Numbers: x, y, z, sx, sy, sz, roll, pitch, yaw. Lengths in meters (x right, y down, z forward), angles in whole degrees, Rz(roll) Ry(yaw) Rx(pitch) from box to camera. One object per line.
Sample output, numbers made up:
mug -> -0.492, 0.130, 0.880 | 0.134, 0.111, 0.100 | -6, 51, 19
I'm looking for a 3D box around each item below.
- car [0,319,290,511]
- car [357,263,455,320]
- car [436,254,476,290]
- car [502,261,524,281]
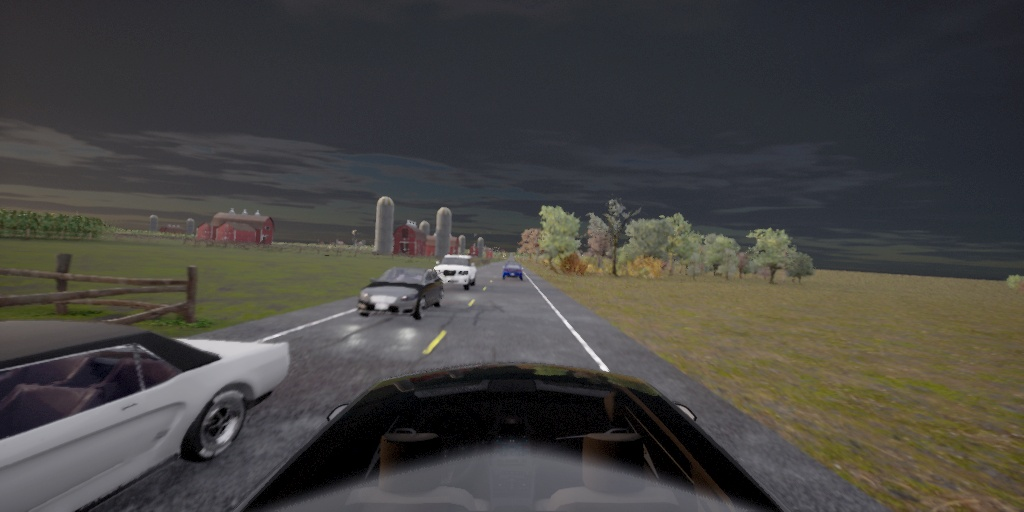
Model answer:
car -> -3.578, 1.162, 1.995 | 1.895, 1.301, 4.718 | 3, 0, 1
car -> -3.550, 1.130, 12.271 | 2.128, 1.511, 4.902 | 3, 0, 0
car -> -3.525, 0.940, 22.902 | 2.150, 2.045, 5.566 | 3, 0, 0
car -> 0.081, 1.475, 34.438 | 1.882, 1.535, 5.008 | 3, 0, 1
